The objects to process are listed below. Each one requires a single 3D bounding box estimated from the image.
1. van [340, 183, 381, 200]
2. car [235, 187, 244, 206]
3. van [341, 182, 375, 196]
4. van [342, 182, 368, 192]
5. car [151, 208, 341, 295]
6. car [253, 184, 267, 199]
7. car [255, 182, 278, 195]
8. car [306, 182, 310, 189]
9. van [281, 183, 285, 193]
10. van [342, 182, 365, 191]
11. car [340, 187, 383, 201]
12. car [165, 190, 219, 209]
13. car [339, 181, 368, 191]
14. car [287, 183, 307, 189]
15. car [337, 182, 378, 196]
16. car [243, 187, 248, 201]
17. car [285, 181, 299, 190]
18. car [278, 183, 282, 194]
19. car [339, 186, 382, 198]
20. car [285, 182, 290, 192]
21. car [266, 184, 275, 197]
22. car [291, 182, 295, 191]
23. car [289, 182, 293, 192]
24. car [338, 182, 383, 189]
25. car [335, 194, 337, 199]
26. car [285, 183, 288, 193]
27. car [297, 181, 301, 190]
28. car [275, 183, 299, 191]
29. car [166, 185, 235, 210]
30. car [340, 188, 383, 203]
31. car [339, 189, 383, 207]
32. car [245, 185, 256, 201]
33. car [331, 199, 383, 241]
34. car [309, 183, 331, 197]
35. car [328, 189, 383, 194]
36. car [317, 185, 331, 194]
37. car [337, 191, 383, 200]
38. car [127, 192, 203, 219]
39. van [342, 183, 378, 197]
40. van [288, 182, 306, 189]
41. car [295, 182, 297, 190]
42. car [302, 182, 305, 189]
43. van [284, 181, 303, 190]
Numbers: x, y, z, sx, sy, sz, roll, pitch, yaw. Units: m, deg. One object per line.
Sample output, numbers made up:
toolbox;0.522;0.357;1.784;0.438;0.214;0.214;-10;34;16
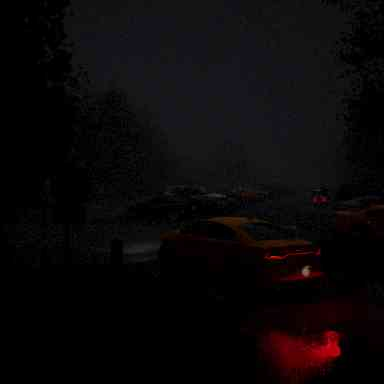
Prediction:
van;21.174;-0.145;41.985;4.442;1.987;1.878;1;2;24
car;1.564;0.644;29.629;5.366;1.575;1.946;1;3;24
van;24.591;-0.422;49.573;4.442;1.987;1.878;1;2;24
van;31.690;-0.970;64.732;4.442;1.987;1.878;1;2;24
car;0.915;1.374;8.545;1.882;1.535;5.008;2;-1;-31
car;5.842;0.173;40.003;5.366;1.575;1.946;1;3;24
car;9.411;-0.251;47.377;4.553;1.767;2.185;1;2;24
car;26.532;-1.751;85.306;5.566;2.045;2.435;1;2;24
van;11.772;-0.536;52.394;4.442;1.987;1.878;1;2;24
van;36.247;-1.335;74.826;4.442;1.987;1.878;1;2;24
car;20.168;0.209;39.431;4.792;1.488;2.163;1;2;24
car;-0.884;0.875;24.647;5.008;1.535;2.097;1;3;24
car;34.975;-1.271;72.361;5.566;2.045;2.435;1;2;24
car;27.664;-1.532;87.822;4.792;1.488;2.163;1;2;24
car;25.810;-0.537;52.058;5.566;2.045;2.435;1;2;24
car;2.542;0.530;32.231;4.892;1.521;2.231;1;3;24
car;18.509;-0.859;67.627;4.892;1.521;2.231;1;2;24
car;10.550;-0.190;49.910;4.792;1.488;2.163;1;2;24
car;22.423;-0.012;44.484;5.008;1.535;2.097;1;2;24
car;13.922;-0.466;57.521;4.792;1.488;2.163;1;2;24
car;7.271;0.075;42.266;5.366;1.575;1.946;1;3;24
car;16.063;-0.684;62.643;5.366;1.575;1.946;1;2;24
car;15.063;-0.557;60.050;4.792;1.488;2.163;1;2;24
car;15.613;0.370;29.335;5.566;2.045;2.435;1;3;24
car;11.005;1.111;19.282;4.792;1.488;2.163;1;3;24
car;12.780;-0.374;54.992;4.792;1.488;2.163;1;2;24
car;19.487;-0.958;70.229;5.366;1.575;1.946;1;2;24
car;20.770;-1.169;72.690;4.553;1.767;2.185;1;2;24
car;0.278;0.509;27.154;5.566;2.045;2.435;1;3;24
car;19.082;0.308;37.027;4.792;1.488;2.163;1;3;24
car;16.701;0.534;31.892;4.792;1.488;2.163;1;3;24
car;3.509;0.407;34.837;5.366;1.575;1.946;1;3;24
car;8.799;1.307;14.338;5.008;1.535;2.097;1;3;24
car;18.312;-0.110;47.395;2.128;1.511;4.902;1;2;24
car;13.141;0.845;24.389;5.366;1.575;1.946;1;3;24
car;22.547;-0.463;56.775;1.882;1.535;5.008;1;2;24
car;9.972;1.067;16.841;4.553;1.767;2.185;1;3;24
car;-2.057;1.020;22.134;4.792;1.488;2.163;1;3;24
van;23.664;-0.327;46.953;4.442;1.987;1.878;1;2;24
van;28.676;-1.837;90.412;4.442;1.987;1.878;1;1;24
car;17.379;-0.768;65.092;4.892;1.521;2.231;1;2;24
car;23.076;-1.226;77.742;5.008;1.535;2.097;1;2;24
van;25.258;-1.637;82.838;4.442;1.987;1.878;1;2;24
